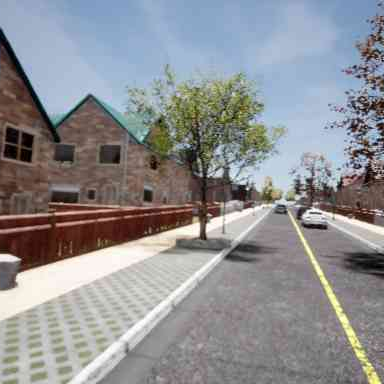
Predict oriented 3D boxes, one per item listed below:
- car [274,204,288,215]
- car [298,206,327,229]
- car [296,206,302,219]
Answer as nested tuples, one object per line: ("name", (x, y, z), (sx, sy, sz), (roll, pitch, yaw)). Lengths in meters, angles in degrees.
("car", (13.600, 2.616, 50.880), (1.812, 1.442, 4.674), (2, -1, 15))
("car", (10.440, 2.258, 28.490), (1.812, 1.442, 4.674), (2, 0, 15))
("car", (13.597, 2.461, 40.124), (1.882, 1.535, 5.008), (2, 0, 16))
